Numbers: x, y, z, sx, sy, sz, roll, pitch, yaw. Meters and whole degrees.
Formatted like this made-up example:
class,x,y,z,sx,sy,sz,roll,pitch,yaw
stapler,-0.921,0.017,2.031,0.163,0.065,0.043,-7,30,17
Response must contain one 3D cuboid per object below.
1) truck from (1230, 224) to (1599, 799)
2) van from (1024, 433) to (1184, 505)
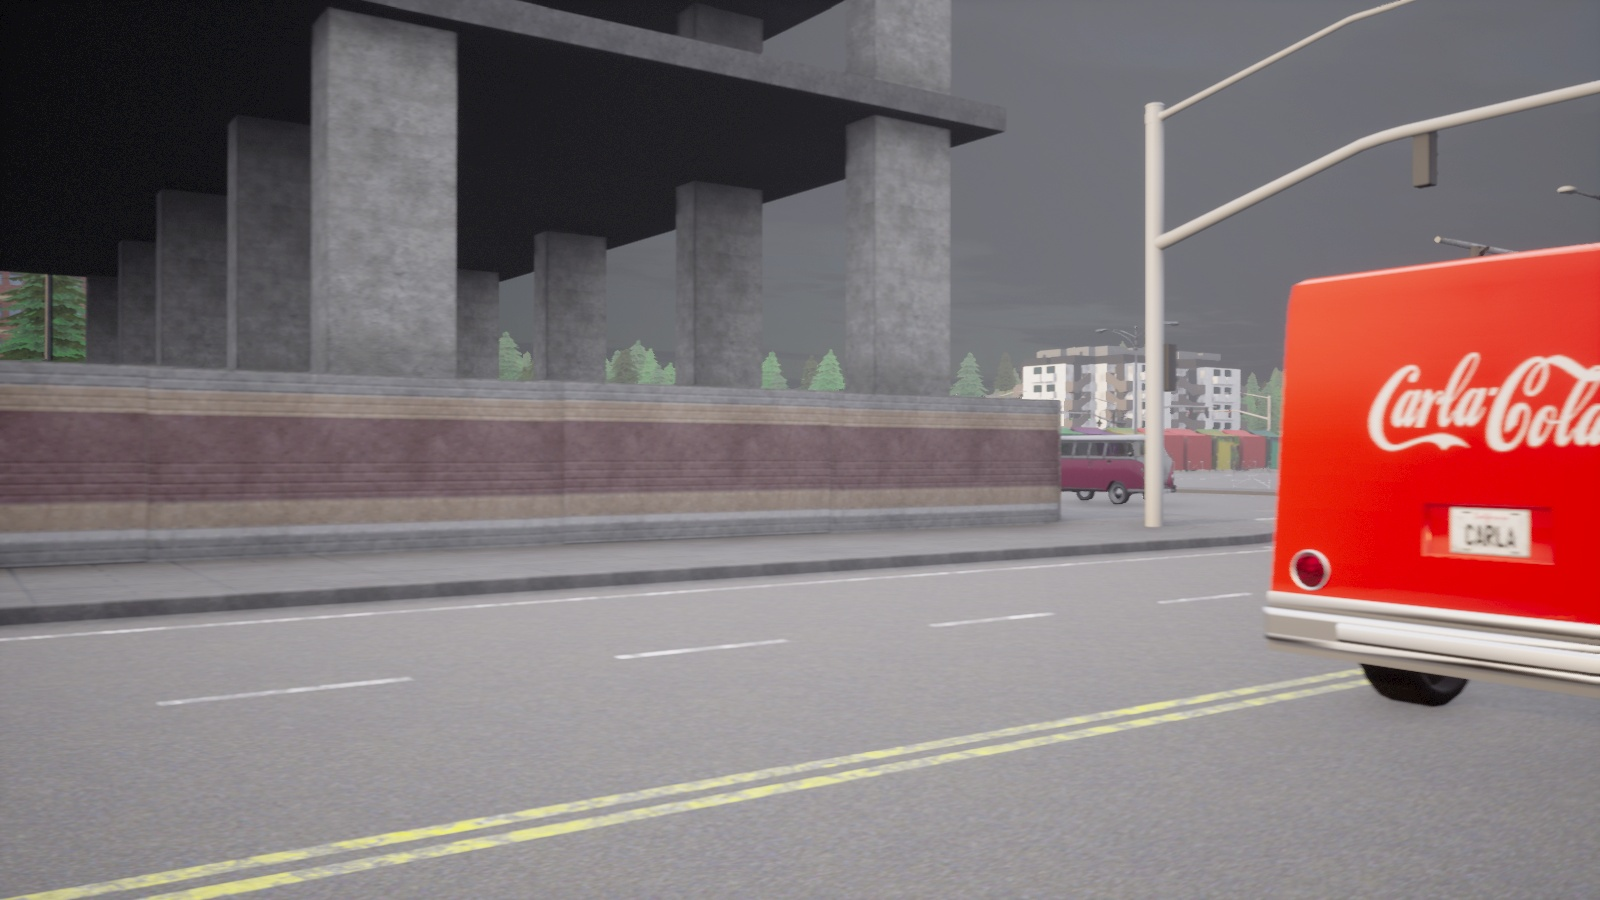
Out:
class,x,y,z,sx,sy,sz,roll,pitch,yaw
truck,5.254,0.265,7.318,5.204,2.467,2.627,0,0,-35
van,8.769,0.510,36.545,1.775,1.987,4.442,0,0,-35
